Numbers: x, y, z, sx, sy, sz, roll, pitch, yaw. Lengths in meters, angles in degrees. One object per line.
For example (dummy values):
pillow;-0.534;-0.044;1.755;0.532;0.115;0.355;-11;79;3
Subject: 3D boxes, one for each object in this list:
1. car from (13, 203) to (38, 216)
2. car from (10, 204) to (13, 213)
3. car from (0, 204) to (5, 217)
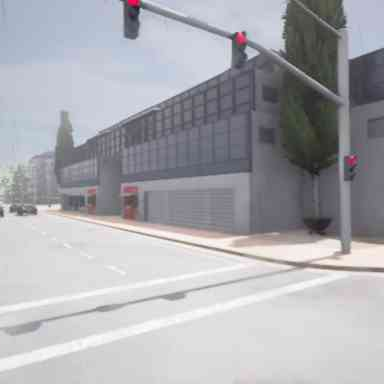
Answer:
car;-20.204;2.076;40.824;2.128;1.511;4.902;0;-1;-33
car;-25.123;2.270;48.283;1.994;1.385;4.181;0;-1;-33
car;-22.510;2.079;37.931;2.128;1.511;4.902;0;-1;-33
